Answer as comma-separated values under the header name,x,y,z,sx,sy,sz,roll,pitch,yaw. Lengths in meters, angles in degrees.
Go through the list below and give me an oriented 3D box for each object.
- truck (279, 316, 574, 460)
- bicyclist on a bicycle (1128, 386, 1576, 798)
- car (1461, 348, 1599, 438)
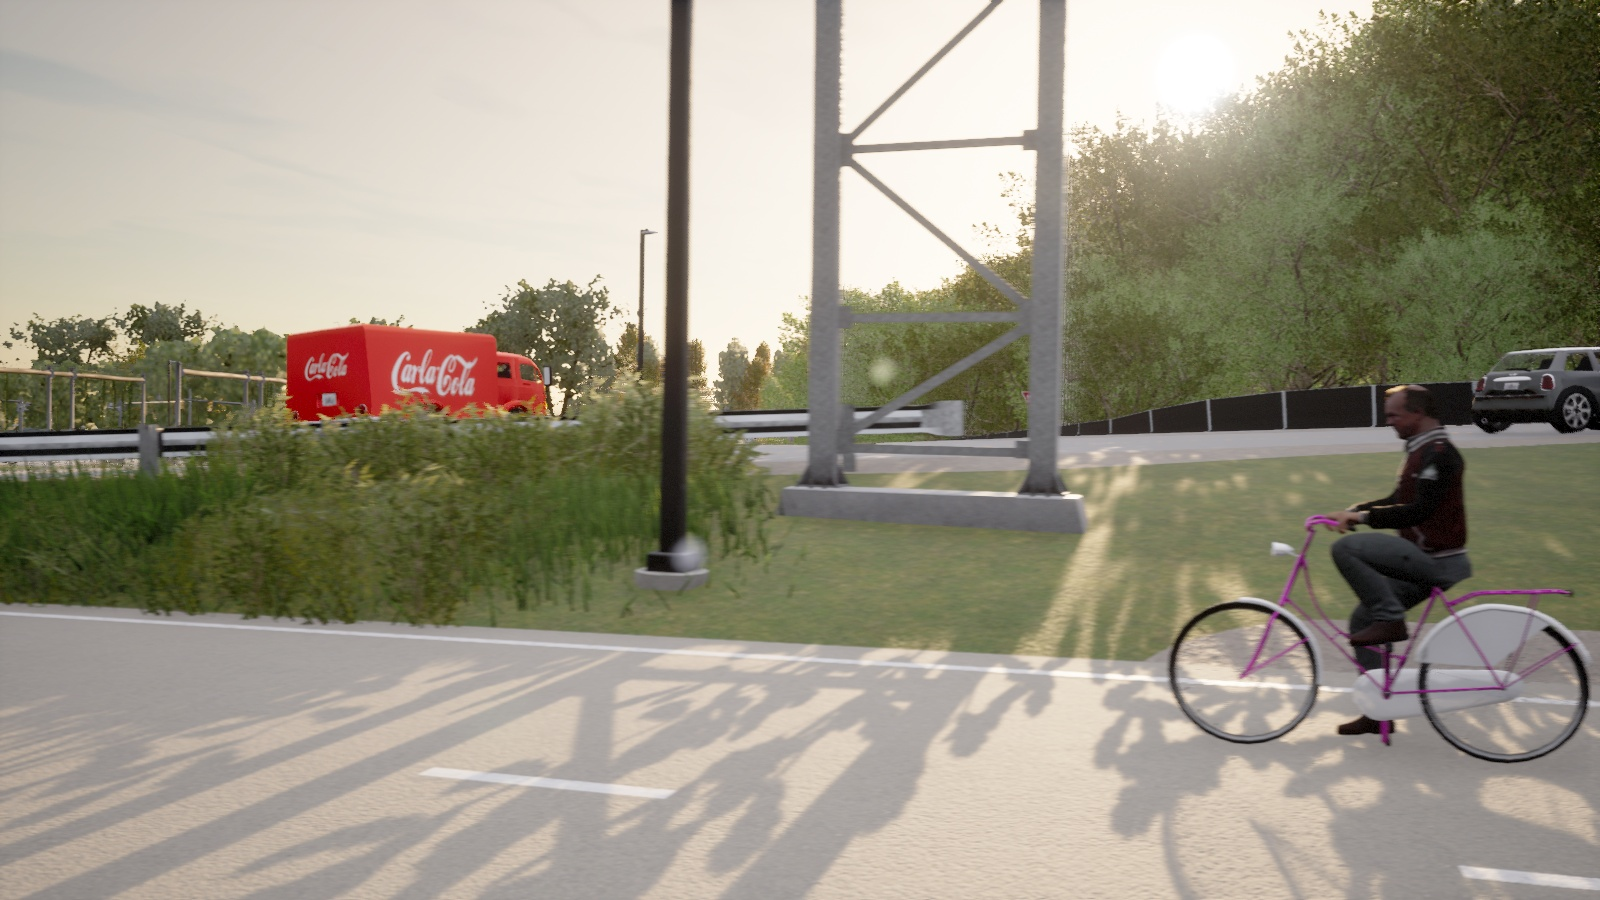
name,x,y,z,sx,sy,sz,roll,pitch,yaw
truck,-7.305,-1.104,25.195,2.627,2.467,5.204,-3,-1,30
bicyclist on a bicycle,2.555,0.597,6.013,1.843,1.776,0.659,1,1,19
car,14.003,-1.001,22.228,3.806,1.475,1.970,-1,2,-17
